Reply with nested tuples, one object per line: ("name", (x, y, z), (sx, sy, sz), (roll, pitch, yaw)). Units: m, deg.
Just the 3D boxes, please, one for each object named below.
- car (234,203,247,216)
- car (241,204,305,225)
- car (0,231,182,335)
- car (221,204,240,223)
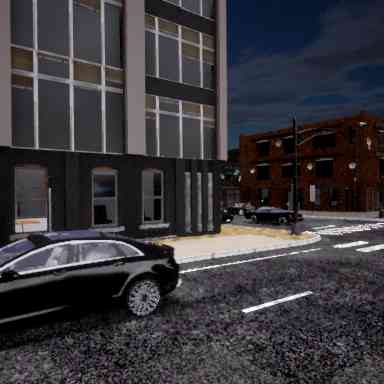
("car", (5.263, 1.920, 38.109), (2.008, 1.369, 4.403), (-2, 0, -37))
("car", (6.517, 1.872, 26.550), (1.895, 1.301, 4.718), (-1, 0, -37))
("car", (-2.506, 1.492, 5.867), (4.902, 1.511, 2.128), (0, 0, -35))
("car", (1.636, 1.935, 28.516), (1.947, 1.339, 4.313), (-2, 0, -37))
